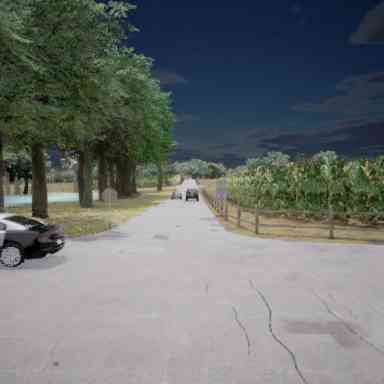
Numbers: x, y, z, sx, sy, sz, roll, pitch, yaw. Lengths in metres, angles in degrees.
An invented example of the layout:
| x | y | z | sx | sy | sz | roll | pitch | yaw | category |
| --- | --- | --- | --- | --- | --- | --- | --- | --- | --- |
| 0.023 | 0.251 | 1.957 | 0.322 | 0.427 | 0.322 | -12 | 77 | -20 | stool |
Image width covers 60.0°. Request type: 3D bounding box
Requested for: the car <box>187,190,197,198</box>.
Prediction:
| x | y | z | sx | sy | sz | roll | pitch | yaw | category |
| --- | --- | --- | --- | --- | --- | --- | --- | --- | --- |
| 0.033 | 0.366 | 65.466 | 1.882 | 1.535 | 5.008 | 0 | 2 | 0 | car |

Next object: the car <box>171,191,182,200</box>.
| x | y | z | sx | sy | sz | roll | pitch | yaw | category |
| --- | --- | --- | --- | --- | --- | --- | --- | --- | --- |
| -2.720 | 0.607 | 59.642 | 1.812 | 1.442 | 4.674 | 0 | 2 | 0 | car |

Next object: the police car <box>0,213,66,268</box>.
| x | y | z | sx | sy | sz | roll | pitch | yaw | category |
| --- | --- | --- | --- | --- | --- | --- | --- | --- | --- |
| -6.767 | 1.368 | 10.537 | 5.238 | 1.638 | 1.930 | 0 | 2 | 0 | police car |

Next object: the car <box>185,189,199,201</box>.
| x | y | z | sx | sy | sz | roll | pitch | yaw | category |
| --- | --- | --- | --- | --- | --- | --- | --- | --- | --- |
| 0.027 | 0.435 | 55.074 | 2.150 | 2.045 | 5.566 | 0 | 2 | 0 | car |
